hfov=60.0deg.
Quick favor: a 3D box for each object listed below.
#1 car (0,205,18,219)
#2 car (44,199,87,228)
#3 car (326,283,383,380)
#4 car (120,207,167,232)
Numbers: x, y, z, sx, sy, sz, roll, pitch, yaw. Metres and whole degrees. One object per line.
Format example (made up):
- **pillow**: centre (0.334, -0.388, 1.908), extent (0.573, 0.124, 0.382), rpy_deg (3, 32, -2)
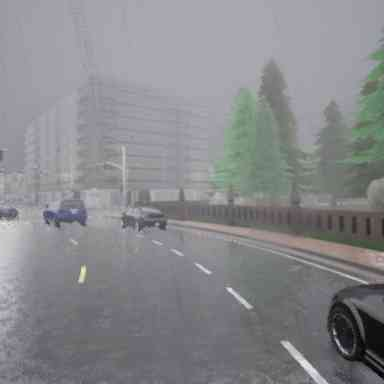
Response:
- **car**: centre (-20.680, 2.095, 35.263), extent (4.674, 1.442, 1.812), rpy_deg (-1, -1, 20)
- **car**: centre (-9.798, 1.560, 25.593), extent (2.150, 2.045, 5.566), rpy_deg (0, -1, -35)
- **car**: centre (3.137, 1.562, 3.377), extent (1.994, 1.385, 4.181), rpy_deg (-1, -1, -5)
- **car**: centre (-3.331, 1.742, 22.131), extent (1.837, 1.490, 4.892), rpy_deg (0, -1, -31)
